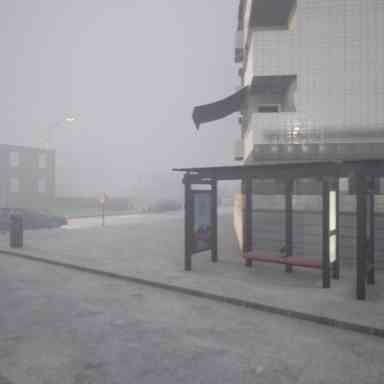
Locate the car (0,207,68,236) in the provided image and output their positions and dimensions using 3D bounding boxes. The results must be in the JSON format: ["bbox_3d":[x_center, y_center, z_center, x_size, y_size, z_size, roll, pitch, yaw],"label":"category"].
[{"bbox_3d":[-9.781,1.553,18.706,2.033,1.411,5.357,0,0,36],"label":"car"}]

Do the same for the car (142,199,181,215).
[{"bbox_3d":[-3.124,1.505,35.066,2.128,1.511,4.902,0,0,36],"label":"car"}]
